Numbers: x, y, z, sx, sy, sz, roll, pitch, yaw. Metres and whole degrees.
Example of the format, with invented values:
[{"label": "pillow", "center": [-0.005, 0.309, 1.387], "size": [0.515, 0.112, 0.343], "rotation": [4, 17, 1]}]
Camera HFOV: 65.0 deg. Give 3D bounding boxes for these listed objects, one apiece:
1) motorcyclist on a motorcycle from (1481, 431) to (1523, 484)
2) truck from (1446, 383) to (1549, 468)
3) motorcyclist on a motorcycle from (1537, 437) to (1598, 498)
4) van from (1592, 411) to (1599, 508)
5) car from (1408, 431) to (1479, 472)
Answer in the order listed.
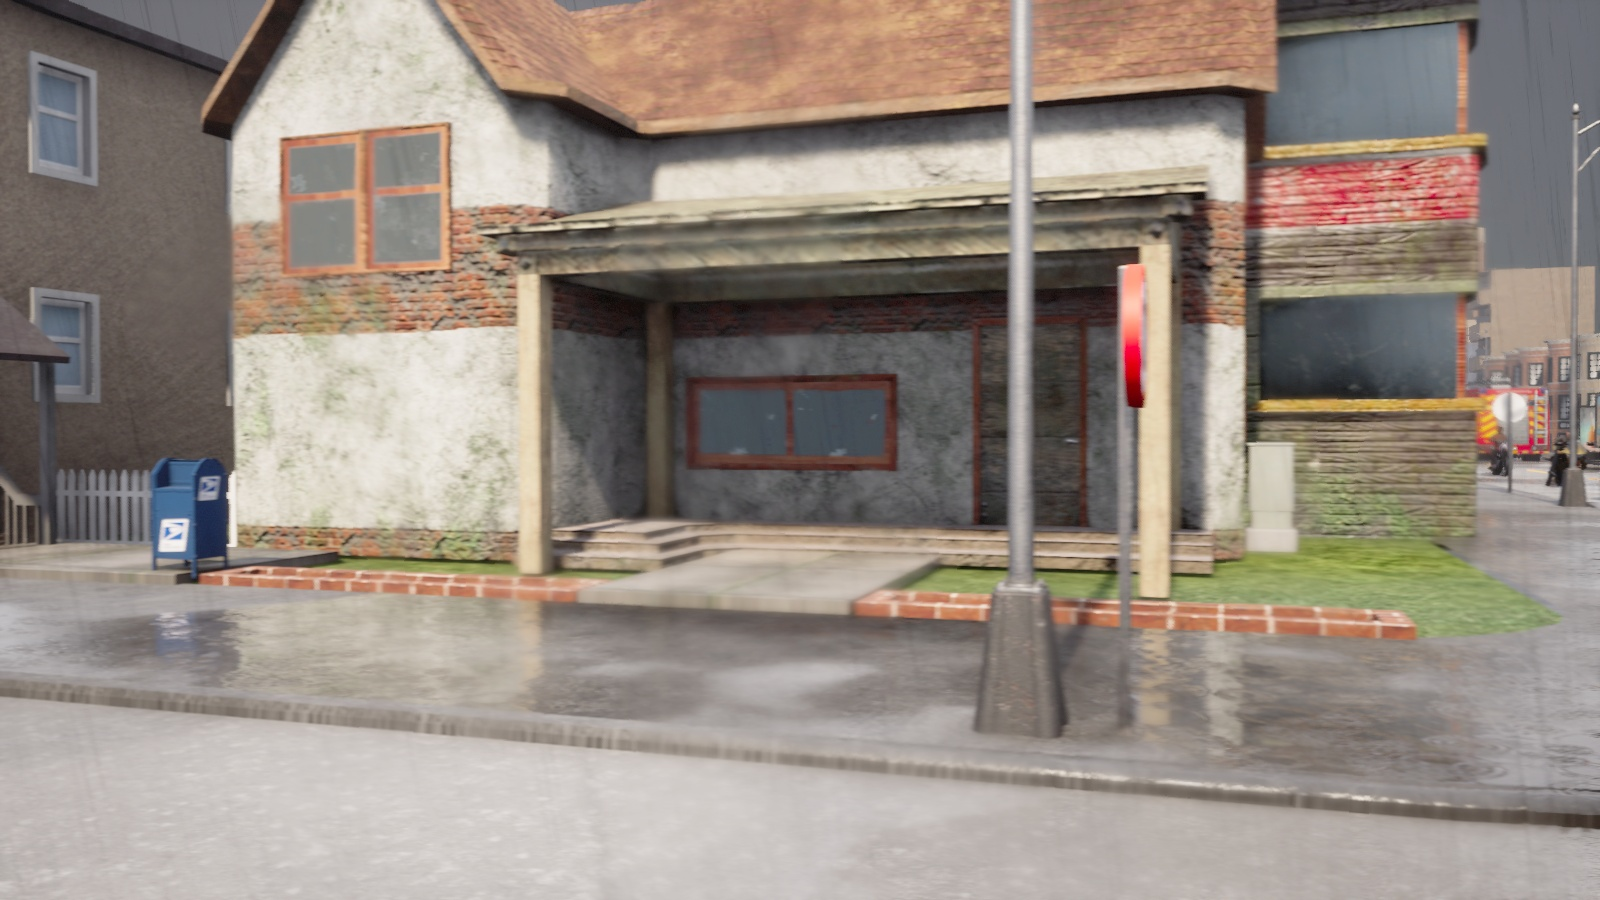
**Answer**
[{"label": "motorcyclist on a motorcycle", "center": [22.630, 0.223, 40.519], "size": [0.766, 1.649, 2.350], "rotation": [1, 1, 19]}, {"label": "truck", "center": [33.882, -1.179, 61.342], "size": [2.891, 3.827, 8.468], "rotation": [1, 1, 19]}, {"label": "motorcyclist on a motorcycle", "center": [20.036, 0.421, 32.823], "size": [0.866, 1.530, 2.191], "rotation": [1, 1, 19]}, {"label": "van", "center": [17.183, 0.234, 24.353], "size": [2.069, 2.038, 4.480], "rotation": [1, 1, 19]}, {"label": "car", "center": [26.356, 0.054, 51.572], "size": [1.801, 1.575, 5.366], "rotation": [1, 0, 19]}]
